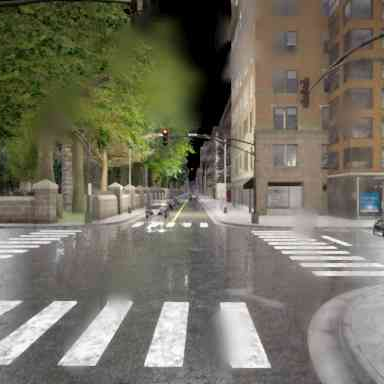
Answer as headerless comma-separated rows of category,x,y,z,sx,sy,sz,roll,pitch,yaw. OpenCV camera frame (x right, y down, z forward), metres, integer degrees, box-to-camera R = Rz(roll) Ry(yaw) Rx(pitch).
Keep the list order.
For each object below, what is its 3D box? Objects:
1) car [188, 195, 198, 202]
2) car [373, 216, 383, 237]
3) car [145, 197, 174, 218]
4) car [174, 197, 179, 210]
car,0.227,1.423,70.694,1.812,1.442,4.674,0,0,0
car,11.009,1.365,15.502,4.553,1.767,2.097,0,0,1
car,-3.007,1.472,29.740,2.128,1.511,4.902,0,0,0
car,-2.993,1.561,40.148,1.895,1.301,4.718,0,0,0
